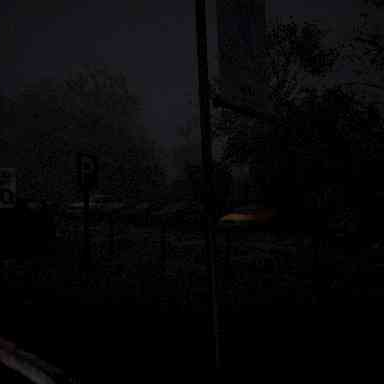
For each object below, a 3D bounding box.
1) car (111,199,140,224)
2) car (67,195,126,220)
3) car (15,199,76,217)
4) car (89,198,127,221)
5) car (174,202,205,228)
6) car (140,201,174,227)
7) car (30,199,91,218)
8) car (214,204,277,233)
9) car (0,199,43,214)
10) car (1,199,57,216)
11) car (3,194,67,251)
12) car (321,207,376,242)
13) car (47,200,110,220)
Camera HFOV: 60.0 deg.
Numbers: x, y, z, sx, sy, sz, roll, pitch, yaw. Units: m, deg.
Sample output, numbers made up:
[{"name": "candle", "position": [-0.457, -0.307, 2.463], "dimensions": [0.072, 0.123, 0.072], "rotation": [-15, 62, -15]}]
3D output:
[{"name": "car", "position": [-3.233, 1.498, 24.967], "dimensions": [2.097, 1.535, 5.008], "rotation": [0, 0, 35]}, {"name": "car", "position": [-7.781, 1.251, 28.152], "dimensions": [2.435, 2.045, 5.566], "rotation": [0, 0, 35]}, {"name": "car", "position": [-14.450, 1.497, 33.147], "dimensions": [1.946, 1.575, 5.366], "rotation": [0, 0, 35]}, {"name": "car", "position": [-5.497, 1.500, 26.573], "dimensions": [2.097, 1.535, 5.008], "rotation": [0, 0, 35]}, {"name": "car", "position": [1.307, 1.524, 21.774], "dimensions": [2.163, 1.488, 4.792], "rotation": [0, 0, 35]}, {"name": "car", "position": [-0.969, 1.497, 23.362], "dimensions": [2.231, 1.521, 4.892], "rotation": [0, 0, 35]}, {"name": "car", "position": [-12.295, 1.503, 31.384], "dimensions": [2.097, 1.535, 5.008], "rotation": [0, 0, 35]}, {"name": "car", "position": [3.446, 1.489, 19.993], "dimensions": [1.946, 1.575, 5.366], "rotation": [0, 0, 35]}, {"name": "car", "position": [-19.071, 1.515, 36.234], "dimensions": [2.163, 1.488, 4.792], "rotation": [0, 0, 35]}, {"name": "car", "position": [-16.835, 1.527, 34.576], "dimensions": [2.163, 1.488, 4.792], "rotation": [0, 0, 35]}, {"name": "car", "position": [-7.849, 1.243, 12.163], "dimensions": [2.435, 2.045, 5.566], "rotation": [0, 0, 35]}, {"name": "car", "position": [8.065, 1.518, 16.908], "dimensions": [2.163, 1.488, 4.792], "rotation": [0, 0, 35]}, {"name": "car", "position": [-10.030, 1.505, 29.776], "dimensions": [2.231, 1.521, 4.892], "rotation": [0, 0, 35]}]
